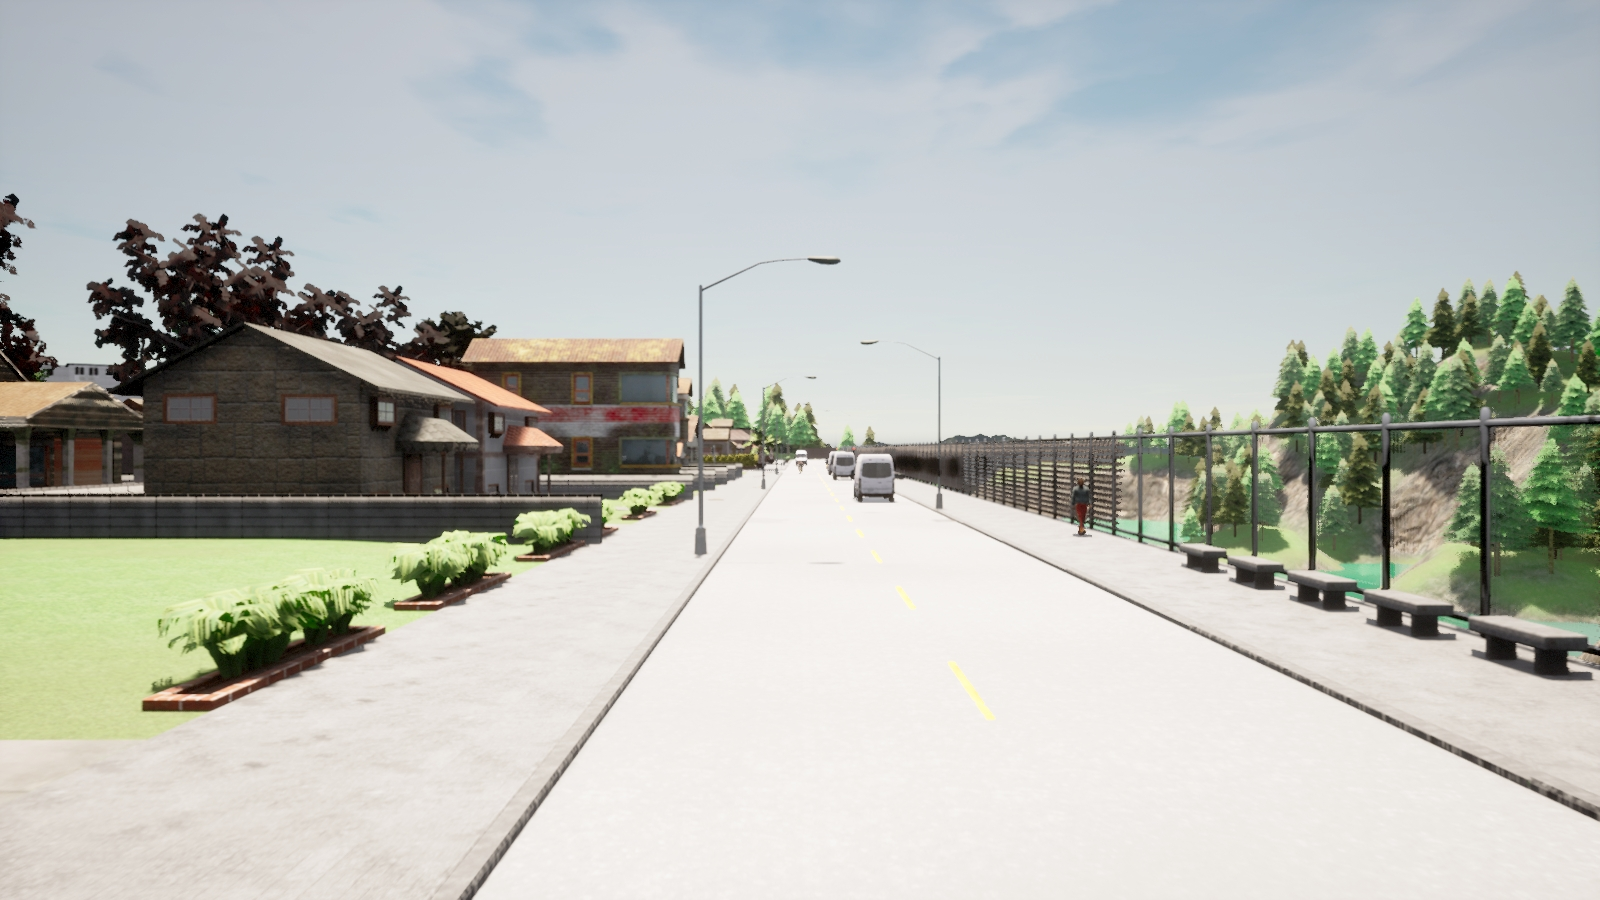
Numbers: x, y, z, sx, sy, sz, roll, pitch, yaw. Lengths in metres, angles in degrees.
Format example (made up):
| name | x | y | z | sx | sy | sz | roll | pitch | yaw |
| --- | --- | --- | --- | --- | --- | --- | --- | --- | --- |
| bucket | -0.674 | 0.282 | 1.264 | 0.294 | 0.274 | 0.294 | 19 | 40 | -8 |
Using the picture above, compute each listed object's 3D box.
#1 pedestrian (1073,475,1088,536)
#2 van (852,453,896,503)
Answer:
| name | x | y | z | sx | sy | sz | roll | pitch | yaw |
| --- | --- | --- | --- | --- | --- | --- | --- | --- | --- |
| pedestrian | 8.663 | 1.719 | 35.286 | 0.375 | 1.860 | 0.375 | 0 | 0 | 5 |
| van | 4.042 | 1.494 | 63.269 | 1.988 | 2.561 | 5.915 | 0 | 0 | 0 |
